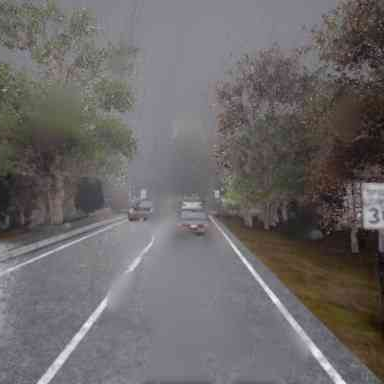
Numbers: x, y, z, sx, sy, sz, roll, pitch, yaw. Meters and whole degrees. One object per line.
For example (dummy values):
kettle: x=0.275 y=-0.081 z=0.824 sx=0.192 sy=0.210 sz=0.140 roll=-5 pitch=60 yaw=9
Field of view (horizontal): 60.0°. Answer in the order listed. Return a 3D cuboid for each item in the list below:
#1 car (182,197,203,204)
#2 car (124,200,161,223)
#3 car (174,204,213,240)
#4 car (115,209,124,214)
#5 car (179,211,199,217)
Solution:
car: x=0.053 y=1.613 z=36.735 sx=2.150 sy=2.045 sz=5.566 roll=0 pitch=-3 yaw=1
car: x=-3.650 y=1.420 z=26.257 sx=2.097 sy=1.767 sz=4.553 roll=0 pitch=-1 yaw=0
car: x=0.058 y=1.556 z=17.143 sx=2.033 sy=1.411 sz=5.357 roll=0 pitch=0 yaw=0
car: x=-16.788 y=5.228 z=83.718 sx=2.150 sy=2.045 sz=5.566 roll=-3 pitch=-4 yaw=36
car: x=-0.760 y=6.060 z=90.490 sx=5.357 sy=1.411 sz=2.033 roll=0 pitch=-5 yaw=8
